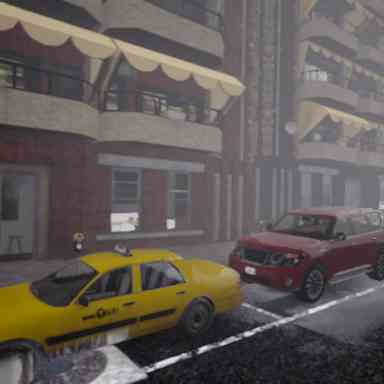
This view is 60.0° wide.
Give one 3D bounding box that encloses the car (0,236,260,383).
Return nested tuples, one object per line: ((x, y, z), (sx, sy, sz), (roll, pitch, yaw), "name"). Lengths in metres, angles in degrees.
((-1.325, 1.544, 5.140), (4.829, 1.417, 1.752), (0, 1, -36), "car")

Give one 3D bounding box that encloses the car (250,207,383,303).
((3.269, 1.347, 8.518), (5.009, 1.841, 2.192), (0, 1, -36), "car")
